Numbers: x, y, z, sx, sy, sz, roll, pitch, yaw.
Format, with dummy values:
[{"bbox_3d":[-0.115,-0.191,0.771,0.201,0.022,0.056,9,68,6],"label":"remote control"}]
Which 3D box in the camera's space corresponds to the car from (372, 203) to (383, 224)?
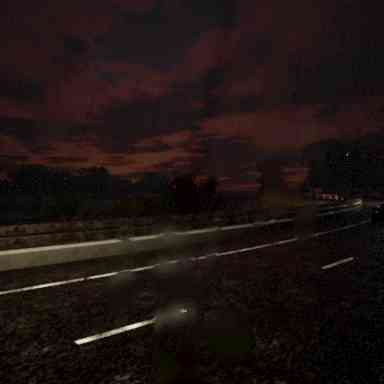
[{"bbox_3d":[13.995,1.472,23.201,1.994,1.385,4.181,0,0,39],"label":"car"}]
